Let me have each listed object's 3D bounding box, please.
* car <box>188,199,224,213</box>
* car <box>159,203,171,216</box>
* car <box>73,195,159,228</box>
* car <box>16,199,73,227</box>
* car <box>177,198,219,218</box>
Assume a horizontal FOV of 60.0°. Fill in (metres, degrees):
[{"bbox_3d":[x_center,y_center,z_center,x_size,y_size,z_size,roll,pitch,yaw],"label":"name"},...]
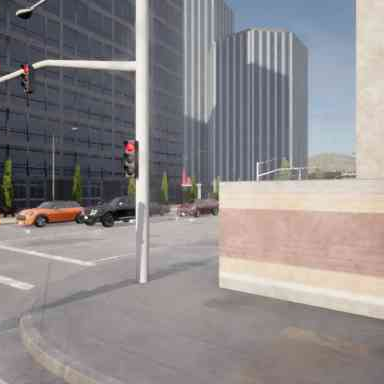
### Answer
[{"bbox_3d":[1.730,1.560,39.116,1.837,1.490,4.892,0,0,36],"label":"car"},{"bbox_3d":[-4.198,1.603,30.887,2.033,1.411,5.357,0,0,36],"label":"car"},{"bbox_3d":[-5.170,1.277,23.539,2.150,2.045,5.566,0,0,36],"label":"car"},{"bbox_3d":[-9.725,1.407,23.194,2.097,1.767,4.553,0,0,36],"label":"car"},{"bbox_3d":[0.561,1.407,31.507,2.097,1.767,4.553,0,0,36],"label":"car"}]
